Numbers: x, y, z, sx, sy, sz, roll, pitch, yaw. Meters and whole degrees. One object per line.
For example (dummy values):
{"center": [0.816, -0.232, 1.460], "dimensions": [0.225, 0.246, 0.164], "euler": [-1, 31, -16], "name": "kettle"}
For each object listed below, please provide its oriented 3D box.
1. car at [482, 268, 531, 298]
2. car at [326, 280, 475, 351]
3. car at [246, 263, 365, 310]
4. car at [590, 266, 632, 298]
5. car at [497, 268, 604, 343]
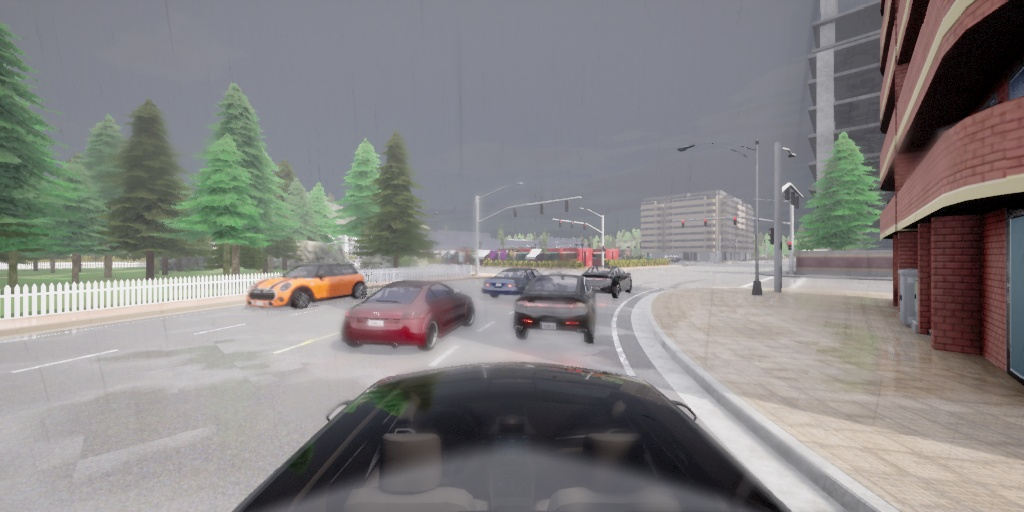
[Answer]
{"center": [0.483, 1.297, 17.855], "dimensions": [2.033, 1.411, 5.357], "euler": [0, 0, 25], "name": "car"}
{"center": [-2.356, 1.314, 9.140], "dimensions": [1.994, 1.385, 4.181], "euler": [0, 0, 10], "name": "car"}
{"center": [-8.284, 1.101, 14.890], "dimensions": [2.097, 1.767, 4.553], "euler": [0, 0, 18], "name": "car"}
{"center": [4.856, 1.236, 18.364], "dimensions": [2.128, 1.511, 4.902], "euler": [1, 1, 29], "name": "car"}
{"center": [1.355, 1.242, 9.807], "dimensions": [2.128, 1.511, 4.902], "euler": [0, 0, 14], "name": "car"}
